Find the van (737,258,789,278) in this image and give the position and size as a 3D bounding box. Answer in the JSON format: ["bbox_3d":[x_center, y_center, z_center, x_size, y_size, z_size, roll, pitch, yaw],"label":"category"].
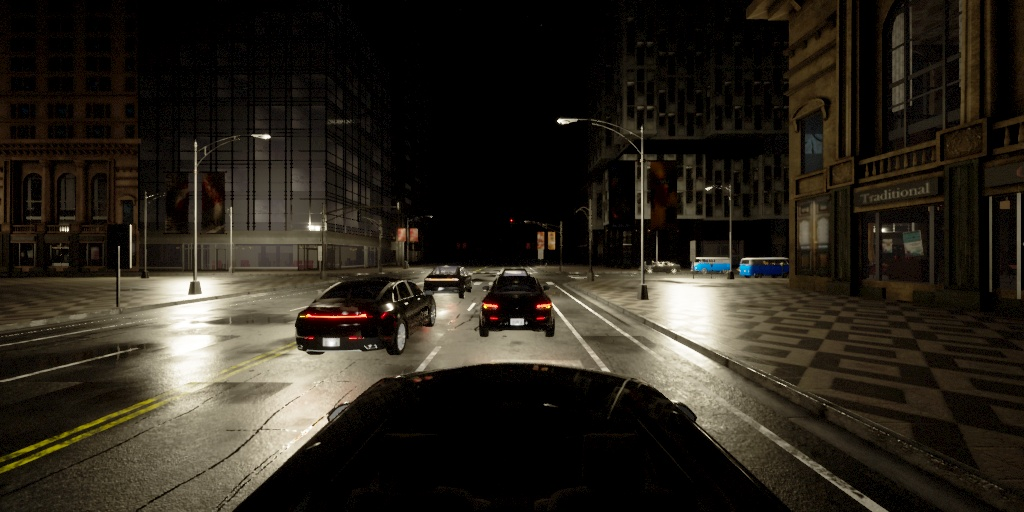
[{"bbox_3d":[21.544,1.032,30.332,3.998,1.789,1.690,0,0,0],"label":"van"}]

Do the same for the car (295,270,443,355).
[{"bbox_3d":[-3.133,1.255,8.653,1.837,1.490,4.892,0,0,0],"label":"car"}]

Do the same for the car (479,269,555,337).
[{"bbox_3d":[0.124,1.276,10.147,1.812,1.442,4.674,0,0,0],"label":"car"}]

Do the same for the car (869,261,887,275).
[{"bbox_3d":[32.781,1.251,30.251,4.207,1.307,1.802,0,0,0],"label":"car"}]

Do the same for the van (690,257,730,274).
[{"bbox_3d":[21.604,1.042,38.857,3.998,1.789,1.690,0,0,0],"label":"van"}]

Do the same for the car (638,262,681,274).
[{"bbox_3d":[15.985,1.263,38.898,4.403,1.370,2.007,0,0,0],"label":"car"}]

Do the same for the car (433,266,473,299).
[{"bbox_3d":[-3.104,1.241,18.067,2.128,1.511,4.902,0,0,0],"label":"car"}]
